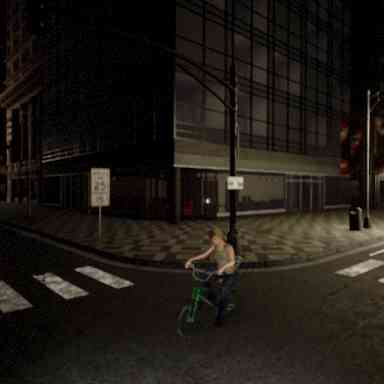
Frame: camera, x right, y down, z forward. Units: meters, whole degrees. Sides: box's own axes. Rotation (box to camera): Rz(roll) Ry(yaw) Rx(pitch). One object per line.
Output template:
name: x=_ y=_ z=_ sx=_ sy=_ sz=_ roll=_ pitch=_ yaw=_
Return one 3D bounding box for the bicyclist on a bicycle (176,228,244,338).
bicyclist on a bicycle: x=0.337 y=1.383 z=5.308 sx=1.509 sy=1.612 sz=0.866 roll=0 pitch=1 yaw=-41
